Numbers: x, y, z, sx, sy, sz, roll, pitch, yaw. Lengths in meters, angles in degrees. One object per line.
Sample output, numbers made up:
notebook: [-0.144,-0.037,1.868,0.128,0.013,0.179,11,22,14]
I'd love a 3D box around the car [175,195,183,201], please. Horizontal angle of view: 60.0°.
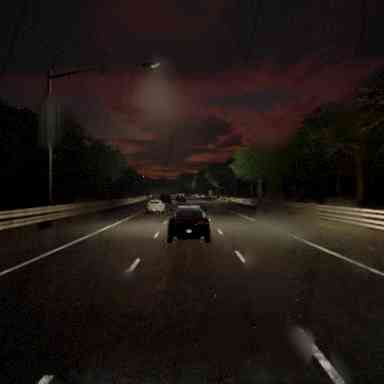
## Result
car: [-3.698,1.642,94.931,1.882,1.535,5.008,0,0,-5]

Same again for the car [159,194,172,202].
car: [-4.983,1.333,62.922,2.150,2.045,5.566,0,0,-3]

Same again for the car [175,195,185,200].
car: [-2.584,1.676,79.417,2.033,1.411,5.357,0,0,-4]

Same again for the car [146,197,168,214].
car: [-3.922,1.590,36.267,1.812,1.442,4.674,0,0,-2]

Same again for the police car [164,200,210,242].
police car: [-0.161,1.450,16.587,1.930,1.638,5.238,0,0,-1]
